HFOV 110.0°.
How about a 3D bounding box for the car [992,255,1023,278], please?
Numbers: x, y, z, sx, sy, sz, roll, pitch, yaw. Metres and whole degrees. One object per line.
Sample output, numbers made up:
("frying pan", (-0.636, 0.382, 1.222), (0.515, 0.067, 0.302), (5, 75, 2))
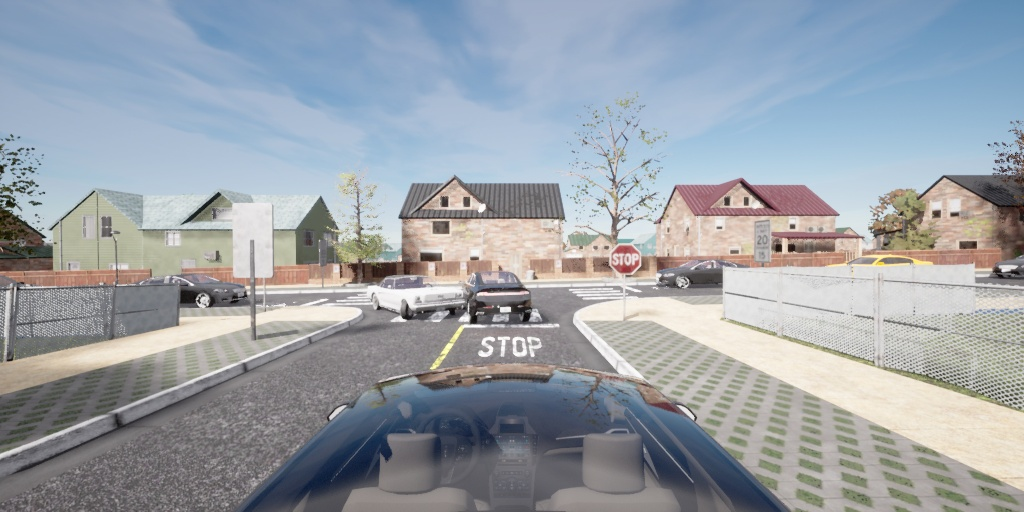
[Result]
("car", (29.393, 0.478, 19.546), (4.902, 1.511, 2.128), (-1, 1, 0))

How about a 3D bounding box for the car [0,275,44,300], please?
("car", (-24.233, 1.648, 16.402), (4.553, 1.767, 2.097), (-1, 1, 0))

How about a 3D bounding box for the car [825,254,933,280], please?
("car", (19.769, 0.690, 19.514), (5.008, 1.535, 1.882), (-1, 1, -1))

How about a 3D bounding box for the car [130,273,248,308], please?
("car", (-14.895, 1.566, 16.439), (4.902, 1.511, 2.128), (-1, 1, 0))

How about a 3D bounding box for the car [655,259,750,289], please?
("car", (10.339, 0.925, 19.481), (4.902, 1.511, 2.128), (-1, 1, 0))

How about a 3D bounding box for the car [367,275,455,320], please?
("car", (-3.597, 1.367, 12.938), (1.895, 1.301, 4.718), (0, 0, -38))

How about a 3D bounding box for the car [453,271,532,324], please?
("car", (-0.680, 1.242, 12.078), (2.128, 1.511, 4.902), (0, 0, -12))
